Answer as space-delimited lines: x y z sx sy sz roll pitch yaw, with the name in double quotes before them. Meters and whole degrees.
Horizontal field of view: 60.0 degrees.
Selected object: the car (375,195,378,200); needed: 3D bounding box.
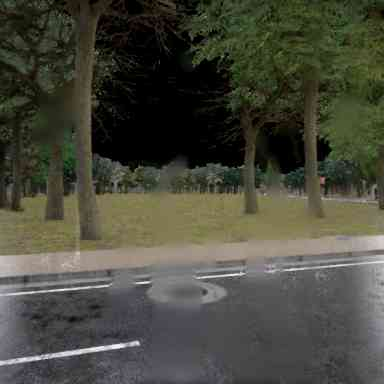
"car" 45.084 1.247 80.104 1.994 1.385 4.181 0 0 5
